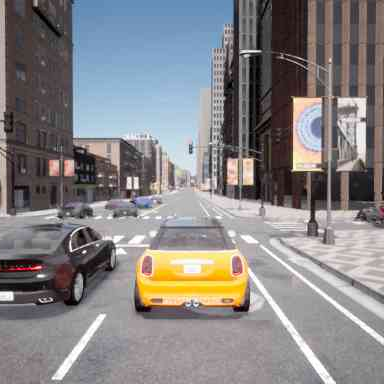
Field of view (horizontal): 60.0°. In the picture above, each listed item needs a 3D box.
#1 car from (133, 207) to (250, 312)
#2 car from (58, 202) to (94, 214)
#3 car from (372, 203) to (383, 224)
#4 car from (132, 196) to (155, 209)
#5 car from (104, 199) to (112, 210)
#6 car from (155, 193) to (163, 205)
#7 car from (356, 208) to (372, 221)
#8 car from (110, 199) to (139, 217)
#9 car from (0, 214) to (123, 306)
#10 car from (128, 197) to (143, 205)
[{"bbox_3d":[0.010,1.350,7.864,2.097,1.767,4.553,0,0,0],"label":"car"},{"bbox_3d":[-9.853,1.569,28.387,1.994,1.385,4.181,0,0,0],"label":"car"},{"bbox_3d":[14.538,1.179,20.323,5.566,2.045,2.150,0,1,-1],"label":"car"},{"bbox_3d":[-6.604,1.492,45.428,1.882,1.535,5.008,0,0,0],"label":"car"},{"bbox_3d":[-9.853,1.577,42.850,1.994,1.385,4.181,0,0,0],"label":"car"},{"bbox_3d":[-6.577,1.511,60.925,2.128,1.511,4.902,0,0,0],"label":"car"},{"bbox_3d":[13.983,1.467,23.535,4.181,1.385,1.994,0,1,0],"label":"car"},{"bbox_3d":[-5.942,1.569,29.523,1.994,1.385,4.181,0,0,-10],"label":"car"},{"bbox_3d":[-3.154,1.503,8.008,1.837,1.490,4.892,0,0,0],"label":"car"},{"bbox_3d":[-9.835,1.620,58.342,1.895,1.301,4.718,0,0,0],"label":"car"}]
